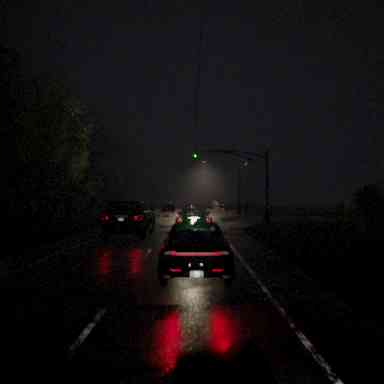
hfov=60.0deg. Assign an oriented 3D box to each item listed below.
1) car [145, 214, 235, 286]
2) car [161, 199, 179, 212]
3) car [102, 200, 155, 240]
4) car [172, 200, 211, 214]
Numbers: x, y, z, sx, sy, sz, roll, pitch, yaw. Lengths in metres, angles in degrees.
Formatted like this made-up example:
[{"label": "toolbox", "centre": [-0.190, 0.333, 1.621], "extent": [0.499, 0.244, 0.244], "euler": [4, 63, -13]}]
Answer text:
[{"label": "car", "centre": [0.104, 1.608, 9.709], "extent": [2.128, 1.511, 4.902], "euler": [0, -1, 0]}, {"label": "car", "centre": [-3.373, 2.059, 48.425], "extent": [2.128, 1.511, 4.902], "euler": [0, -1, 0]}, {"label": "car", "centre": [-3.389, 1.440, 18.548], "extent": [2.150, 2.045, 5.566], "euler": [0, -1, 0]}, {"label": "car", "centre": [0.111, 1.596, 20.600], "extent": [2.097, 1.767, 4.553], "euler": [0, -1, 0]}]
